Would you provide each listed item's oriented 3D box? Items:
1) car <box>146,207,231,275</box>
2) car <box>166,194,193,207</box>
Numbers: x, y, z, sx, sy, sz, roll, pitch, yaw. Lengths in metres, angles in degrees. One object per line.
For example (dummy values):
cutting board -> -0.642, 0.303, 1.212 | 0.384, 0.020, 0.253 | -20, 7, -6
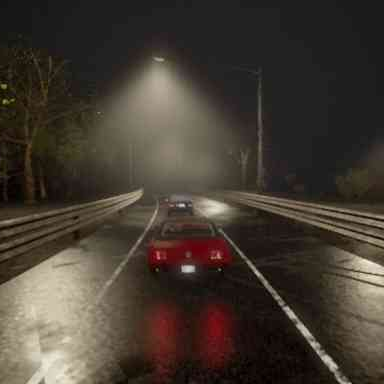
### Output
car -> -0.126, 1.335, 9.463 | 1.895, 1.301, 4.718 | 0, 2, -1
car -> -0.893, 0.862, 24.416 | 2.033, 1.411, 5.357 | 0, 2, -4
